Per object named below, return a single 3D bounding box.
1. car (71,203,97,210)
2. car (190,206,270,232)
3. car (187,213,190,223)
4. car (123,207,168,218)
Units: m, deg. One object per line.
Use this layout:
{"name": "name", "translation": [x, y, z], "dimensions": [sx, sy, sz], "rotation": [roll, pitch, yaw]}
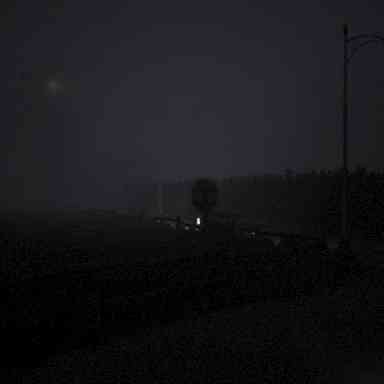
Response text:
{"name": "car", "translation": [-12.945, 1.923, 39.915], "dimensions": [1.895, 1.301, 4.718], "rotation": [1, -1, -36]}
{"name": "car", "translation": [2.181, 1.751, 18.705], "dimensions": [1.837, 1.490, 4.892], "rotation": [1, -1, -35]}
{"name": "car", "translation": [1.515, 1.829, 25.010], "dimensions": [2.128, 1.511, 4.902], "rotation": [1, -1, -35]}
{"name": "car", "translation": [-3.816, 1.906, 27.092], "dimensions": [1.895, 1.301, 4.718], "rotation": [1, -1, -36]}
